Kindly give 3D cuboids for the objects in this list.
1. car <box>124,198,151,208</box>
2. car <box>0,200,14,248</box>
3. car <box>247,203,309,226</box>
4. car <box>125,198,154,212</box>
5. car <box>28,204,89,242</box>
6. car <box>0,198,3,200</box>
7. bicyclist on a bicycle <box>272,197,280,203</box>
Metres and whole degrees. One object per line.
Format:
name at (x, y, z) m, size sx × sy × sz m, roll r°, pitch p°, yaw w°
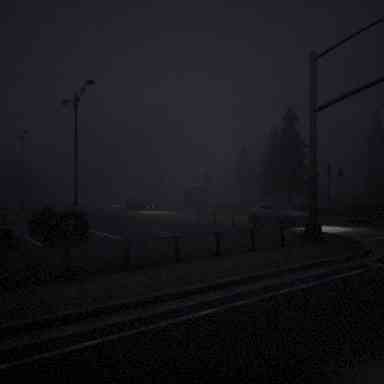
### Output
car at (-7.818, 1.570, 47.429) m, size 1.895 × 1.301 × 4.718 m, roll 0°, pitch 0°, yaw -36°
car at (-8.737, 1.330, 13.531) m, size 2.152 × 1.636 × 5.027 m, roll 0°, pitch 0°, yaw -36°
car at (5.833, 1.500, 22.849) m, size 1.812 × 1.442 × 4.674 m, roll 0°, pitch 0°, yaw -36°
car at (-6.336, 1.479, 39.352) m, size 1.837 × 1.490 × 4.892 m, roll 0°, pitch 0°, yaw -36°
car at (-6.226, 1.334, 15.411) m, size 2.007 × 1.523 × 4.514 m, roll 0°, pitch 0°, yaw -36°
car at (-21.483, 1.369, 36.506) m, size 1.845 × 1.501 × 3.633 m, roll 0°, pitch 0°, yaw -36°
bicyclist on a bicycle at (8.102, 1.264, 32.349) m, size 1.656 × 1.620 × 0.582 m, roll 0°, pitch 0°, yaw -36°
